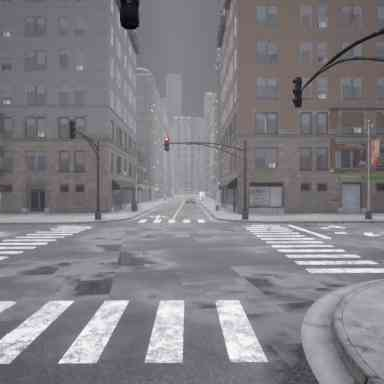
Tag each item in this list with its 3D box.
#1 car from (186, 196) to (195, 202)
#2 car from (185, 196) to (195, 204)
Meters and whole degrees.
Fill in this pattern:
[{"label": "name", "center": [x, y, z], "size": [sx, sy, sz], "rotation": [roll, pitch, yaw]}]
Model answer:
[{"label": "car", "center": [-0.383, 1.484, 73.761], "size": [1.895, 1.301, 4.718], "rotation": [0, 0, 0]}, {"label": "car", "center": [-0.313, 1.649, 63.756], "size": [1.895, 1.301, 4.718], "rotation": [0, 0, 0]}]
